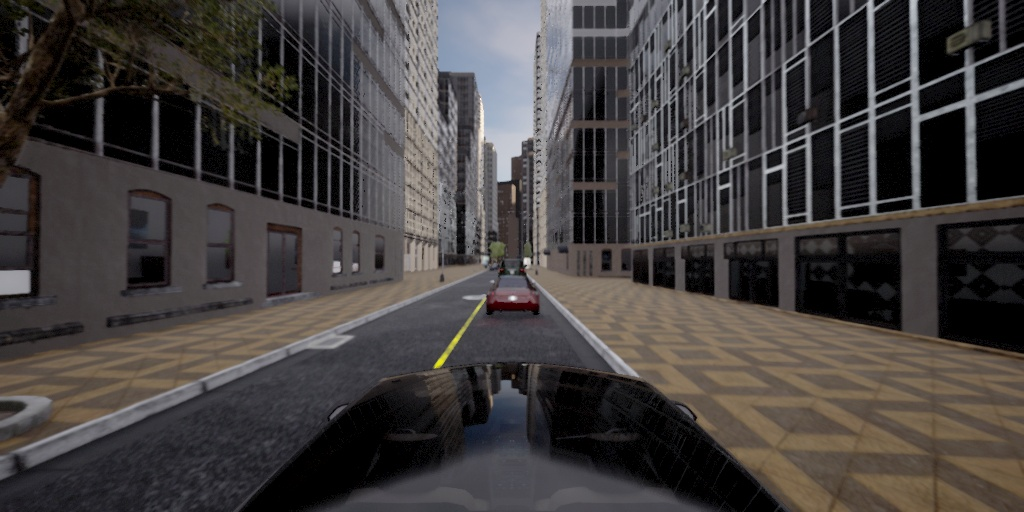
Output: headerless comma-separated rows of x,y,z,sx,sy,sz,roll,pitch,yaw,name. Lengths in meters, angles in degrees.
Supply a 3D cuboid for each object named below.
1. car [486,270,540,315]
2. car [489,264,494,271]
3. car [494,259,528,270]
0.045,1.442,14.351,1.994,1.385,4.181,0,0,0,car
-2.816,1.957,60.635,1.994,1.385,4.181,0,-1,1,car
0.028,1.251,28.100,2.150,2.045,5.566,0,0,1,car
